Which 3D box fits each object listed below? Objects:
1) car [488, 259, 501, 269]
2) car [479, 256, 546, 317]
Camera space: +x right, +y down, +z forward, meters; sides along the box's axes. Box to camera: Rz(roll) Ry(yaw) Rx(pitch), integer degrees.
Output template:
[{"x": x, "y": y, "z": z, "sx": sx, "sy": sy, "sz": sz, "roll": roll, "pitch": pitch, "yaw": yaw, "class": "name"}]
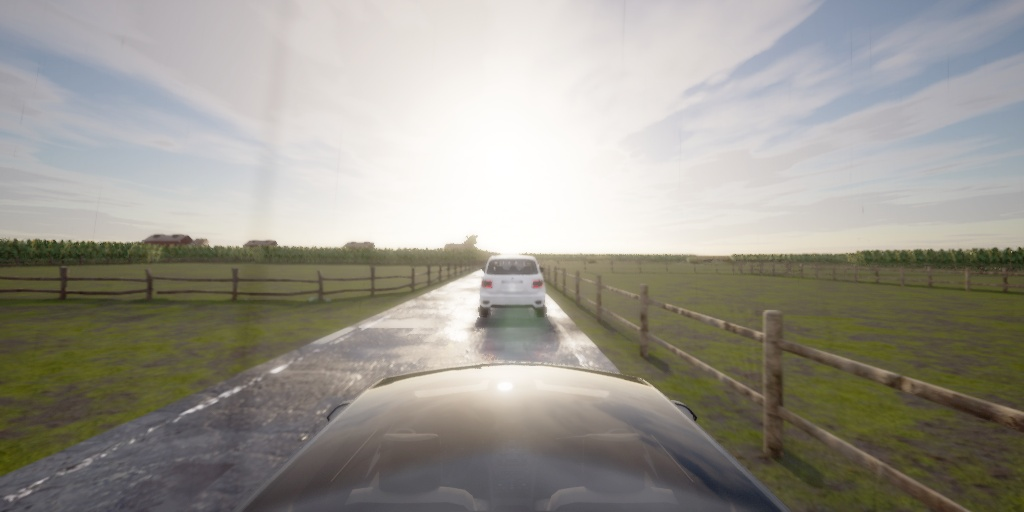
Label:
[{"x": -2.824, "y": 1.348, "z": 59.702, "sx": 1.882, "sy": 1.535, "sz": 5.008, "roll": 0, "pitch": 0, "yaw": 0, "class": "car"}, {"x": 0.029, "y": 1.001, "z": 13.455, "sx": 2.150, "sy": 2.045, "sz": 5.566, "roll": 0, "pitch": 0, "yaw": 0, "class": "car"}]
